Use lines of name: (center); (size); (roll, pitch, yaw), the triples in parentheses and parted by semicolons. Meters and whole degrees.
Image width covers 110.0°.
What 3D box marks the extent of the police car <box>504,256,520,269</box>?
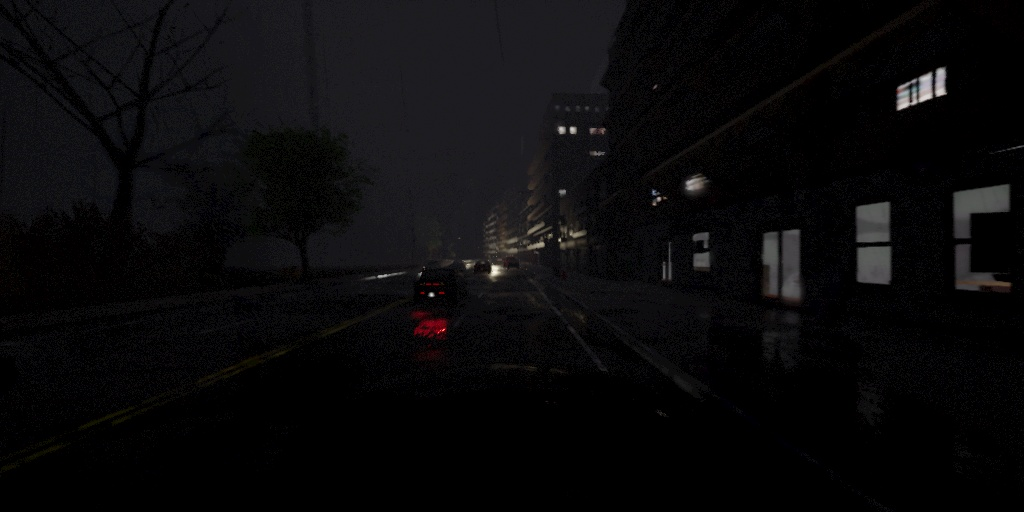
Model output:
police car: (0.154, 1.241, 58.522); (1.930, 1.638, 5.238); (0, 0, -3)

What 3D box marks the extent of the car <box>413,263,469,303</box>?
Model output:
car: (-3.171, 1.268, 16.625); (1.837, 1.490, 4.892); (0, 0, 0)

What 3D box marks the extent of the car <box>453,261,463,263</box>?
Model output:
car: (-6.882, 1.340, 45.693); (2.033, 1.411, 5.357); (0, 0, -1)

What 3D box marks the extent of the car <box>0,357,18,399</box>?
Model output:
car: (-6.593, 1.347, 1.803); (1.895, 1.301, 4.718); (0, 0, 0)

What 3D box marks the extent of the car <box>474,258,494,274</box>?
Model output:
car: (-3.379, 1.267, 42.058); (1.882, 1.535, 5.008); (0, 0, -1)

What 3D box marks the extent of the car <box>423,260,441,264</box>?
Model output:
car: (-10.151, 1.295, 46.050); (1.837, 1.490, 4.892); (0, 0, -1)
